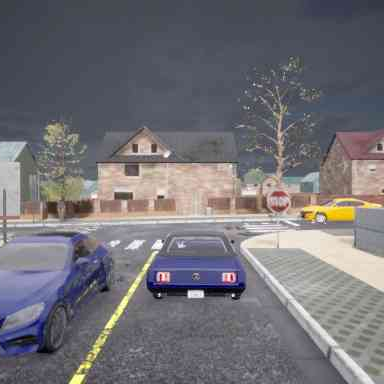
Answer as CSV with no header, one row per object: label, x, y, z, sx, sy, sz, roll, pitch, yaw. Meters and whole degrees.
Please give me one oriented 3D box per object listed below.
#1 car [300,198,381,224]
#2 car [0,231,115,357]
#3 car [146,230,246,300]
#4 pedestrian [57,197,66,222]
car,9.644,1.182,21.676,5.008,1.535,1.882,-1,1,0
car,-2.748,1.525,6.240,1.812,1.442,4.674,0,0,1
car,0.144,1.600,8.372,1.895,1.301,4.718,0,0,2
pedestrian,-9.641,1.258,24.560,0.375,1.860,0.375,0,2,0
